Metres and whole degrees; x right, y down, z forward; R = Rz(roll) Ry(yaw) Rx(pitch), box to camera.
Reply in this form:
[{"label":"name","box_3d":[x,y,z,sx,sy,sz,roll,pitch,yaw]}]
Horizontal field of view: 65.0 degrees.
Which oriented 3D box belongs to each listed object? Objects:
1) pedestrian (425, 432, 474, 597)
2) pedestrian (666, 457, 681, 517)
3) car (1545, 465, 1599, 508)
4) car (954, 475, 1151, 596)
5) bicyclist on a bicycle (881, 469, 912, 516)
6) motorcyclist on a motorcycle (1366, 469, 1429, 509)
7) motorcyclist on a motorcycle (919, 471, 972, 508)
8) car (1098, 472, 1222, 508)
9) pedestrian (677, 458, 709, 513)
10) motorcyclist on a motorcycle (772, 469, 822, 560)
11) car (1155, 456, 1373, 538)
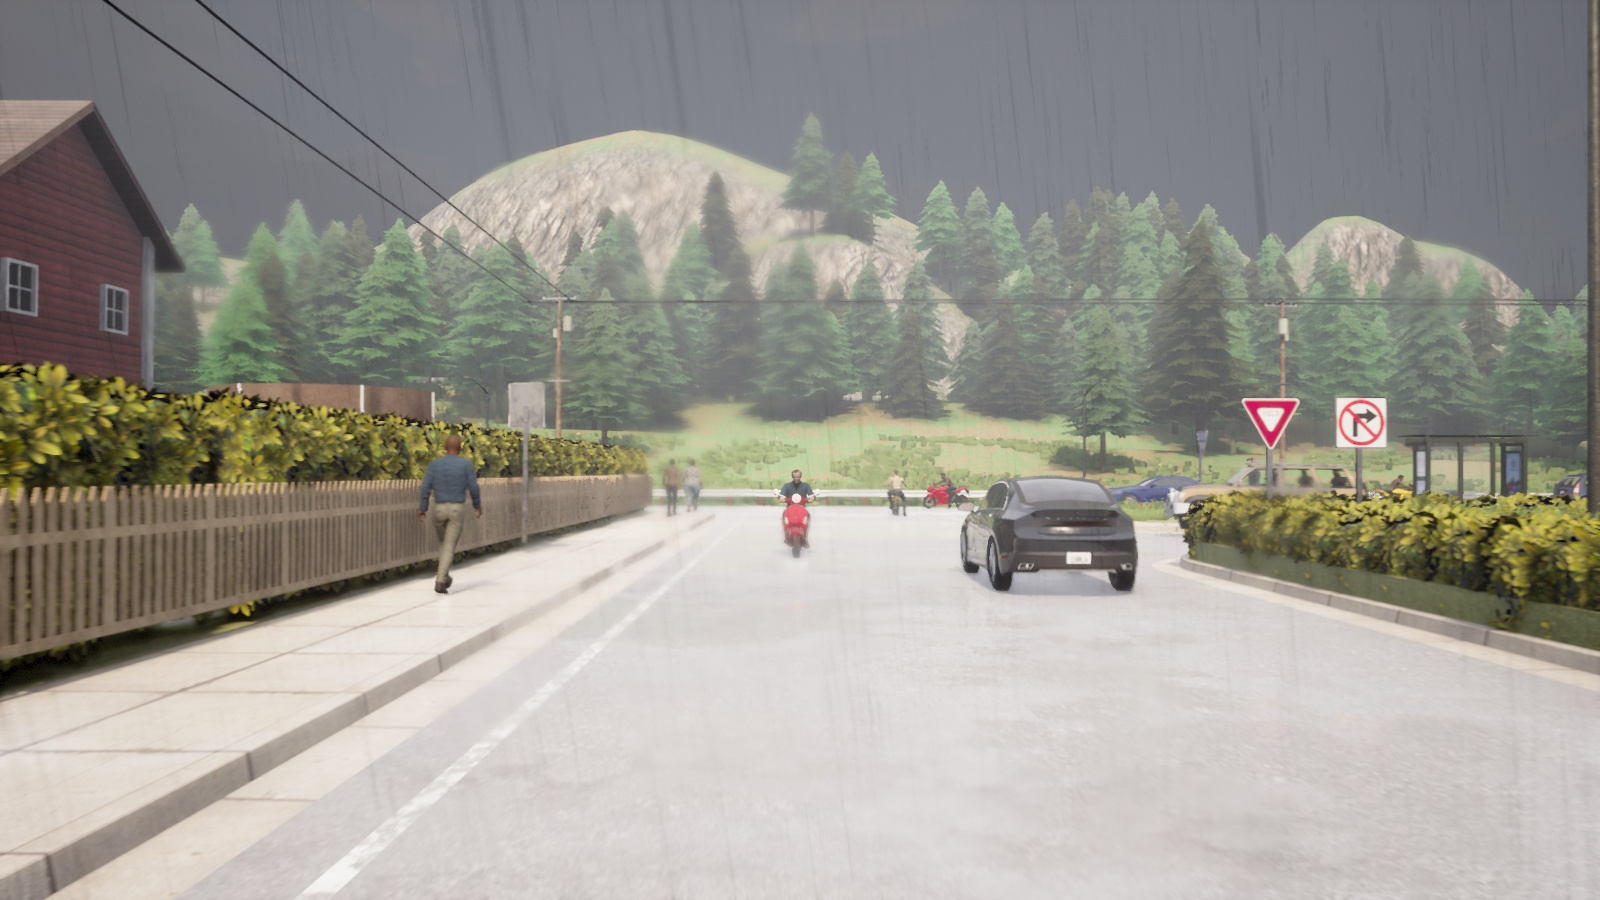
[{"label":"pedestrian","box_3d":[-3.993,0.726,14.326,0.370,1.835,0.726,0,-1,-1]},{"label":"pedestrian","box_3d":[-3.917,1.135,38.778,0.328,1.805,0.869,0,-1,3]},{"label":"car","box_3d":[31.697,1.409,49.147,3.988,1.617,1.851,0,-1,0]},{"label":"car","box_3d":[3.457,1.109,18.120,1.837,1.490,4.892,0,-1,0]},{"label":"bicyclist on a bicycle","box_3d":[3.349,1.470,43.748,0.866,1.612,1.509,0,-1,-3]},{"label":"motorcyclist on a motorcycle","box_3d":[23.378,1.526,49.168,2.044,1.523,0.797,0,-1,0]},{"label":"motorcyclist on a motorcycle","box_3d":[6.062,1.648,52.274,2.044,1.523,0.797,0,-1,-12]},{"label":"car","box_3d":[15.056,1.662,52.690,4.674,1.442,1.812,0,-1,0]},{"label":"pedestrian","box_3d":[-3.620,1.199,42.663,0.874,1.855,0.900,0,-1,9]},{"label":"motorcyclist on a motorcycle","box_3d":[-0.055,1.154,23.023,0.866,1.590,1.817,0,-1,0]},{"label":"car","box_3d":[10.950,1.091,29.965,4.605,1.855,1.932,0,-1,11]}]
